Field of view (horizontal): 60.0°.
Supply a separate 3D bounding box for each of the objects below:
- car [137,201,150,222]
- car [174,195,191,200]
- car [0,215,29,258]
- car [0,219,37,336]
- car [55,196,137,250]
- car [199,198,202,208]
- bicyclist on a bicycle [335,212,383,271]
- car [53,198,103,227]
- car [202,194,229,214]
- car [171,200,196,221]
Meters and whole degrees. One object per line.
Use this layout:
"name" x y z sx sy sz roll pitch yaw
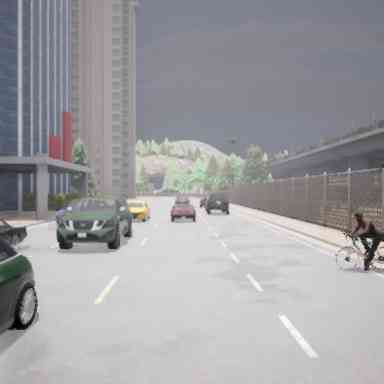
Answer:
"car" -4.361 1.440 25.771 1.882 1.535 5.008 0 0 -2
"car" -1.251 1.287 43.867 2.097 1.767 4.553 0 0 -2
"car" -7.405 1.585 10.997 1.895 1.301 4.718 0 0 -2
"car" -3.672 1.346 3.821 2.097 1.767 4.553 0 0 -2
"car" -4.018 1.201 14.670 2.150 2.045 5.566 0 0 -2
"car" 2.071 1.406 47.706 1.882 1.535 5.008 0 0 -1
"bicyclist on a bicycle" 4.821 1.400 9.309 1.656 1.620 0.582 0 0 -2
"car" -7.784 1.318 23.209 2.097 1.767 4.553 0 0 -2
"car" 2.509 1.171 34.322 2.150 2.045 5.566 0 0 -1
"car" -0.703 1.561 26.698 1.895 1.301 4.718 0 0 -2
